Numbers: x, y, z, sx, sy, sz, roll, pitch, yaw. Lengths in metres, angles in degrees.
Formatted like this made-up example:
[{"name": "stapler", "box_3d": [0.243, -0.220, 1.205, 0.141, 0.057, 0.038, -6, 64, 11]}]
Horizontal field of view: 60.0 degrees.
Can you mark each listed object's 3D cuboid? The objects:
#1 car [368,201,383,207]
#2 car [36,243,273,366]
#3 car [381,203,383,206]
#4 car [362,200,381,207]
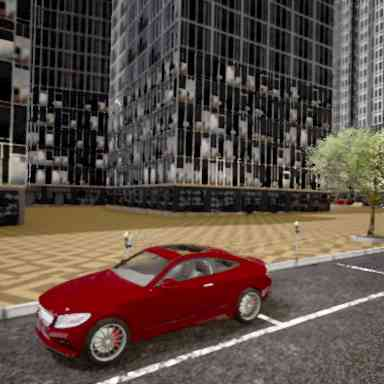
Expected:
[{"name": "car", "box_3d": [43.225, 2.828, 76.828, 2.008, 1.369, 4.403, 2, -1, -18]}, {"name": "car", "box_3d": [-0.388, 1.609, 5.778, 4.206, 1.307, 1.802, 1, 1, -35]}, {"name": "car", "box_3d": [39.279, 2.493, 63.714, 2.008, 1.369, 4.403, 2, -1, -18]}, {"name": "car", "box_3d": [37.520, 2.434, 69.023, 1.967, 1.590, 4.097, 2, -1, -18]}]
